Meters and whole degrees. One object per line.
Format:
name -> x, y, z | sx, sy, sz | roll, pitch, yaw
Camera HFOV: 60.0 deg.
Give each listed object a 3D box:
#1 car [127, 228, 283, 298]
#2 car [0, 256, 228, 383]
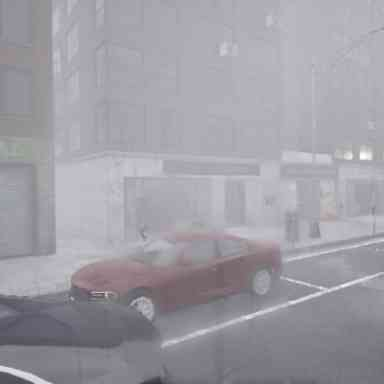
car -> -0.105, 1.486, 6.693 | 4.507, 1.381, 1.887 | -1, 1, -36
car -> -2.381, 1.508, 1.678 | 4.902, 1.511, 2.128 | -1, 1, -36
